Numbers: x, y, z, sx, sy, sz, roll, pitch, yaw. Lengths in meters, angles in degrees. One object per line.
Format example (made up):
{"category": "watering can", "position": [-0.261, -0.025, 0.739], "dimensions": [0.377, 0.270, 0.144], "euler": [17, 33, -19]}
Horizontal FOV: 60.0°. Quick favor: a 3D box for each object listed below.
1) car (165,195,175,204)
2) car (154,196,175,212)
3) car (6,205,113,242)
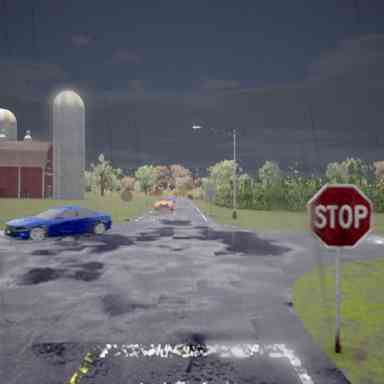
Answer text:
{"category": "car", "position": [-4.164, 1.474, 64.304], "dimensions": [1.882, 1.535, 5.008], "euler": [0, 1, -2]}
{"category": "car", "position": [-3.221, 1.286, 39.107], "dimensions": [2.097, 1.767, 4.553], "euler": [0, 0, -2]}
{"category": "car", "position": [-6.269, 1.449, 16.253], "dimensions": [1.882, 1.535, 5.008], "euler": [3, 2, 41]}
